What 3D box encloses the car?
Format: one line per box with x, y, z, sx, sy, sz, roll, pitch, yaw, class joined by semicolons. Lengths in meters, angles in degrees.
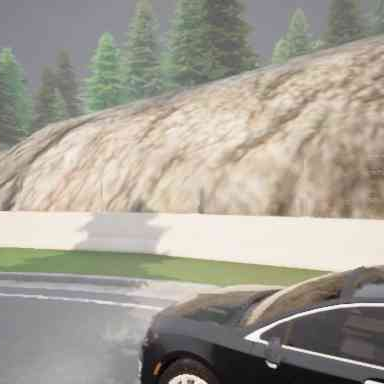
1.711;1.396;2.708;4.892;1.490;1.837;0;0;35;car
